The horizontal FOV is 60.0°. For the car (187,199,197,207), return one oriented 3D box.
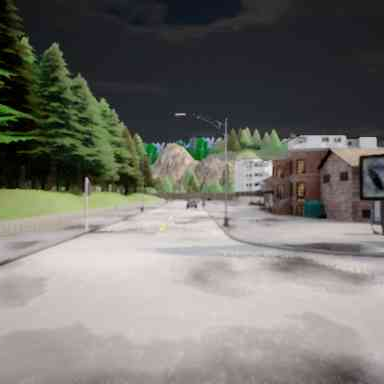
[{"bbox_3d":[0.000,2.170,65.854,1.837,1.490,4.892,0,-1,0],"label":"car"}]

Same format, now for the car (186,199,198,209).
[{"bbox_3d":[0.000,2.047,55.435,2.128,1.511,4.902,0,-1,0],"label":"car"}]
